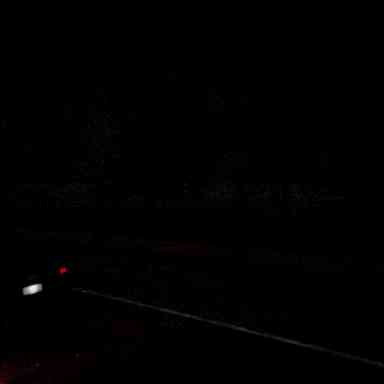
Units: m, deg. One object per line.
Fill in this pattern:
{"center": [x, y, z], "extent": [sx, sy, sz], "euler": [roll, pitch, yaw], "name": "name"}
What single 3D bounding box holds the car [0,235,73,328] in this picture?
{"center": [-4.301, 1.552, 6.458], "extent": [4.181, 1.385, 1.994], "euler": [0, 0, 31], "name": "car"}
